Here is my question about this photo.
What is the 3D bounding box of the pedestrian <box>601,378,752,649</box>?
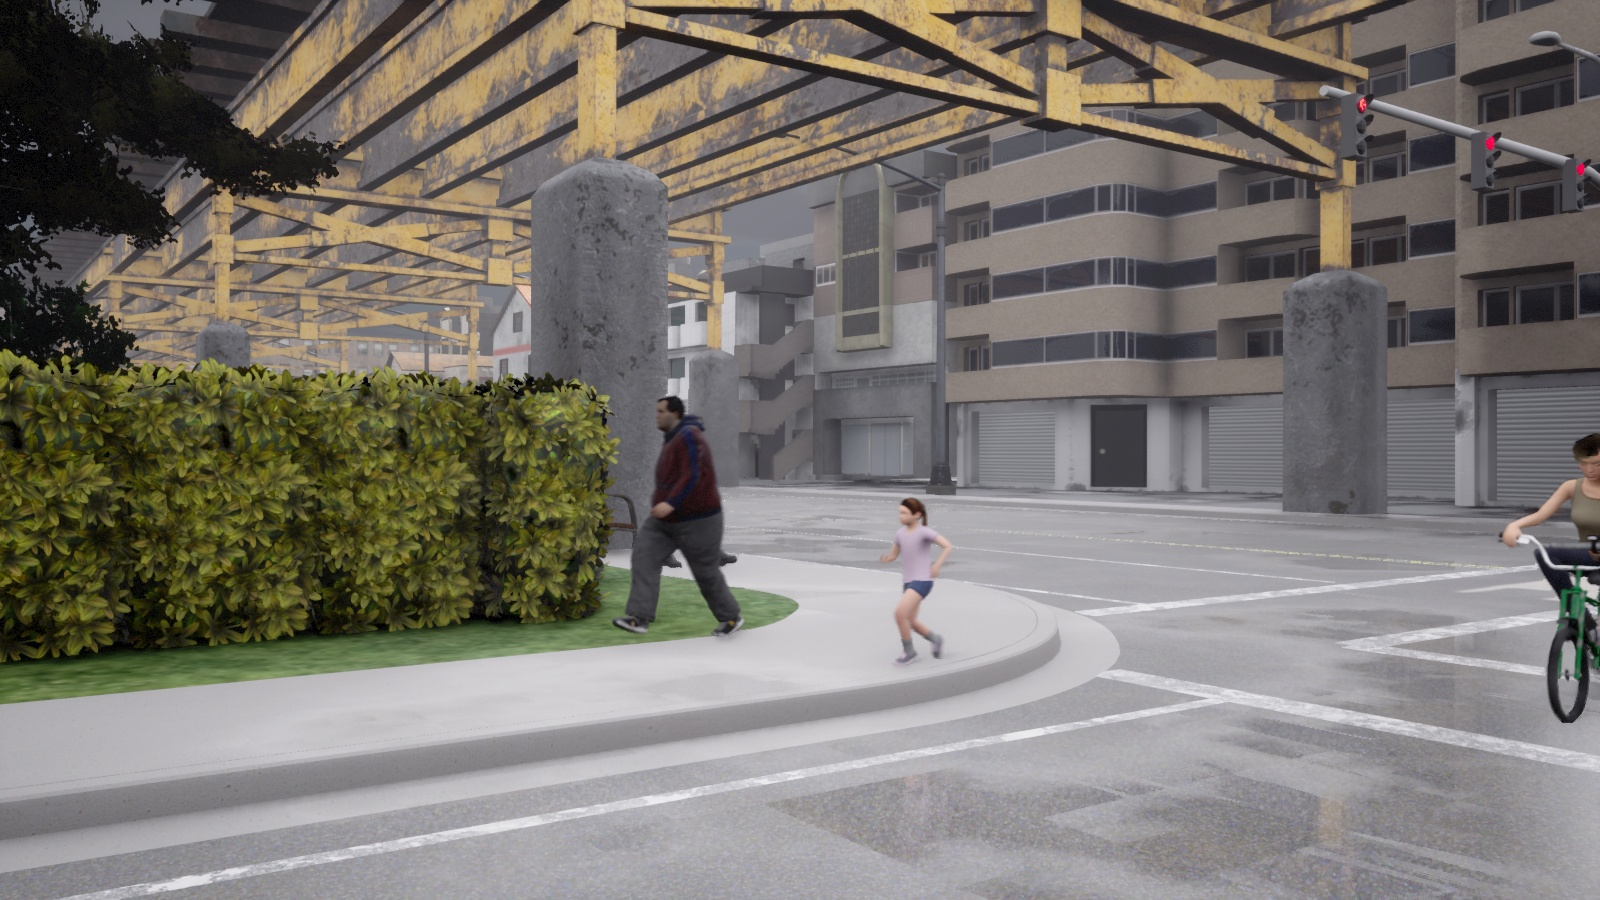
[{"bbox_3d":[-0.892,0.434,9.050,0.899,1.844,0.634,0,0,-30],"label":"pedestrian"}]

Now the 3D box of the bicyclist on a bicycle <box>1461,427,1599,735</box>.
[{"bbox_3d":[4.576,0.689,7.263,1.509,1.612,0.866,0,-1,-43],"label":"bicyclist on a bicycle"}]

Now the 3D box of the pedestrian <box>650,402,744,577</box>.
[{"bbox_3d":[-1.195,0.444,14.602,0.873,1.952,0.659,0,0,35],"label":"pedestrian"}]

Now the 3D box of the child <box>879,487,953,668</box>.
[{"bbox_3d":[0.739,0.798,8.011,0.394,1.110,0.255,0,0,-27],"label":"child"}]
